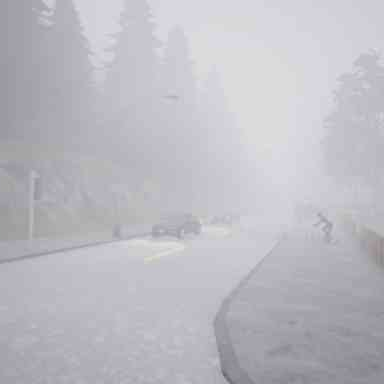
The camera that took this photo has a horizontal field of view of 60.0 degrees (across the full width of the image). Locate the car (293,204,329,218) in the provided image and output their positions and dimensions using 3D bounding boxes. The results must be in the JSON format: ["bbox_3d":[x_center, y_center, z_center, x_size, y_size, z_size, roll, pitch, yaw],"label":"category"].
[{"bbox_3d":[17.141,2.730,48.033,5.566,2.045,2.150,2,-2,-25],"label":"car"}]

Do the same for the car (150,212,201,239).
[{"bbox_3d":[-0.874,2.012,20.810,1.837,1.490,4.892,1,-2,21],"label":"car"}]

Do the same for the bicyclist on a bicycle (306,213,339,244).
[{"bbox_3d":[6.880,1.919,17.572,1.656,1.620,0.582,0,-2,21],"label":"bicyclist on a bicycle"}]

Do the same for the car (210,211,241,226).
[{"bbox_3d":[3.242,2.452,31.706,1.895,1.301,4.718,1,-1,21],"label":"car"}]

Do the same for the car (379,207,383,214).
[{"bbox_3d":[35.524,3.467,61.022,1.994,1.381,4.181,1,-2,21],"label":"car"}]
